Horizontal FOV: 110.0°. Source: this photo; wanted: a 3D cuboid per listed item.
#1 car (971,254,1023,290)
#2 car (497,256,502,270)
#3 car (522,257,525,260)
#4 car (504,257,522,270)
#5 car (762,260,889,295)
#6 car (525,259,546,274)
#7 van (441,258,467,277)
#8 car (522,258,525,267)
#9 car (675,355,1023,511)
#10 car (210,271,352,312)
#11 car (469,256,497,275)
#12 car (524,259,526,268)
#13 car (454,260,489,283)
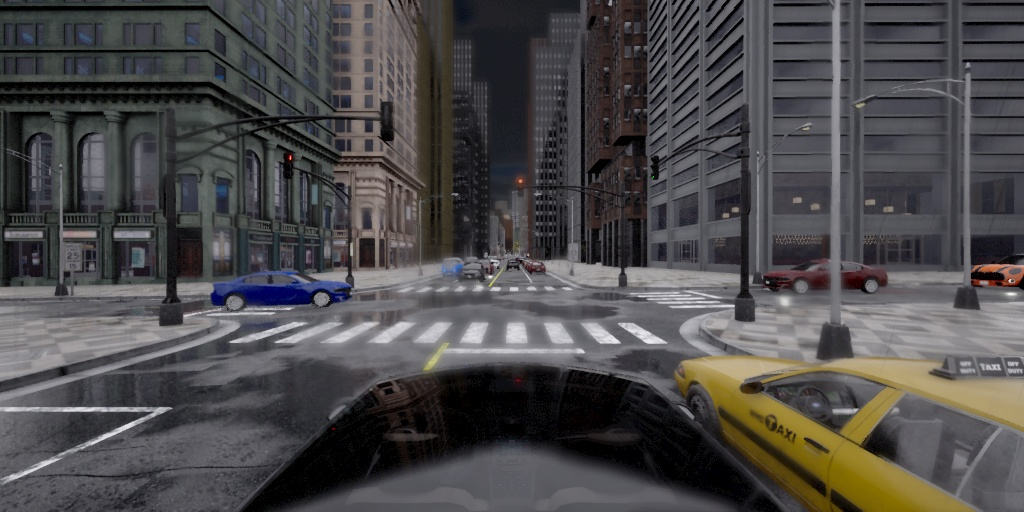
[{"bbox_3d":[24.629,0.656,16.990,4.553,1.767,2.097,-1,0,0],"label":"car"},{"bbox_3d":[-3.027,0.984,53.760,2.150,2.045,5.566,0,1,0],"label":"car"},{"bbox_3d":[2.832,1.296,57.036,1.751,1.417,4.829,0,0,0],"label":"car"},{"bbox_3d":[0.154,1.273,54.050,1.837,1.490,4.892,0,0,0],"label":"car"},{"bbox_3d":[14.707,0.948,17.036,5.008,1.535,1.882,-1,0,2],"label":"car"},{"bbox_3d":[2.819,1.304,40.290,1.888,1.381,4.507,0,0,0],"label":"car"},{"bbox_3d":[-5.743,1.097,34.792,1.690,1.789,3.998,0,0,0],"label":"van"},{"bbox_3d":[2.827,1.312,51.341,1.888,1.381,4.507,0,0,0],"label":"car"},{"bbox_3d":[2.769,1.275,2.368,1.751,1.417,4.829,0,0,0],"label":"car"},{"bbox_3d":[-9.350,1.365,14.860,5.008,1.535,1.882,-1,0,-11],"label":"car"},{"bbox_3d":[-3.060,1.110,38.493,2.097,1.767,4.553,0,0,0],"label":"car"},{"bbox_3d":[2.823,1.308,45.816,1.888,1.381,4.507,0,0,0],"label":"car"},{"bbox_3d":[-3.064,1.258,28.222,1.837,1.490,4.892,0,0,0],"label":"car"}]
